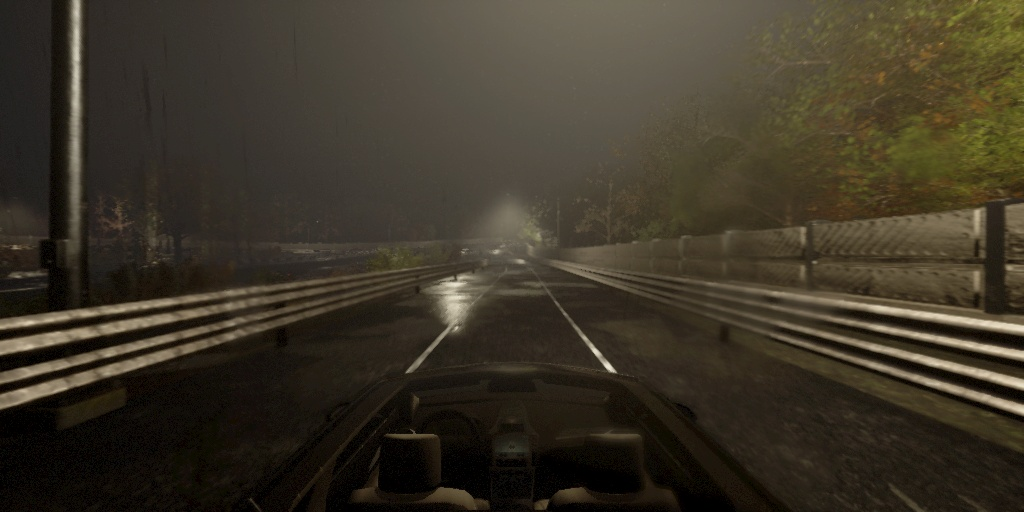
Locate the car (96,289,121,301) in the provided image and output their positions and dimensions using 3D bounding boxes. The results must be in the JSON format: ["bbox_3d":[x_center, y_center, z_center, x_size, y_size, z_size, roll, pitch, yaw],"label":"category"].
[{"bbox_3d":[-42.910,4.539,40.534,2.097,1.767,4.553,1,4,16],"label":"car"}]

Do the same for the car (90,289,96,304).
[{"bbox_3d":[-46.270,4.702,41.547,1.895,1.301,4.718,1,4,16],"label":"car"}]
